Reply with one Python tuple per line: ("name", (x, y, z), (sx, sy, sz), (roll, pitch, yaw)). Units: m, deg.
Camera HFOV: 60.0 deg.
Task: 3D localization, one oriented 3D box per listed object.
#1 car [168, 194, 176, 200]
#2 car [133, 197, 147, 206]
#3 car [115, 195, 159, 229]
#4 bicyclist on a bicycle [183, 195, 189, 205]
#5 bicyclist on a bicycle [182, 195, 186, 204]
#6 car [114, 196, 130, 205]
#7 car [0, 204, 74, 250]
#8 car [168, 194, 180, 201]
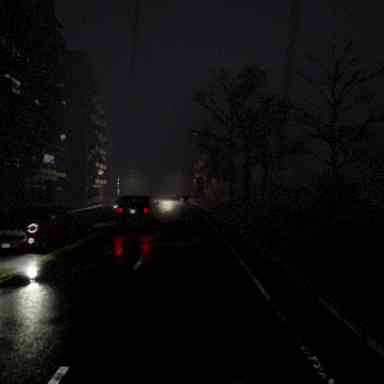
("car", (-5.479, 1.225, 90.947), (1.882, 1.535, 5.008), (0, 0, -8))
("car", (-8.504, 1.527, 55.104), (1.895, 1.301, 4.718), (0, 0, -4))
("car", (-3.398, 1.196, 21.389), (2.150, 2.045, 5.566), (0, 0, -1))
("bicyclist on a bicycle", (-0.763, 1.298, 51.403), (0.659, 1.776, 1.843), (0, 0, -4))
("bicyclist on a bicycle", (-1.391, 1.366, 59.824), (0.582, 1.620, 1.656), (0, 0, -5))
("car", (-11.871, 1.404, 56.519), (1.882, 1.535, 5.008), (0, 0, -4))
("car", (-6.708, 1.336, 14.161), (2.097, 1.767, 4.553), (0, 0, -1))
("car", (-3.888, 1.409, 76.988), (2.128, 1.511, 4.902), (0, 0, -6))
